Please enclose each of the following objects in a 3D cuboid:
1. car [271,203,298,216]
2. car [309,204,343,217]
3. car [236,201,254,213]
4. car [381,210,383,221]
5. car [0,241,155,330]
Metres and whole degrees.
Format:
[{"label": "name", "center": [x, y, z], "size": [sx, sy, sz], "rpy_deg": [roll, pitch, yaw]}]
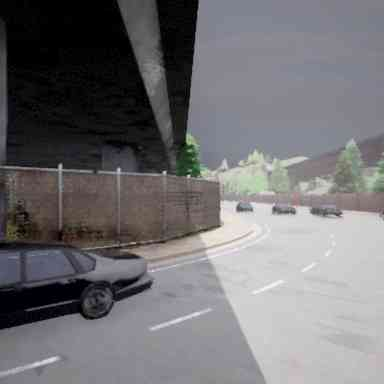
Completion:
[{"label": "car", "center": [10.849, 2.030, 39.558], "size": [2.033, 1.411, 5.357], "rpy_deg": [0, -1, -1]}, {"label": "car", "center": [14.547, 1.981, 36.338], "size": [2.033, 1.411, 5.357], "rpy_deg": [0, -1, 0]}, {"label": "car", "center": [7.292, 2.076, 45.908], "size": [1.837, 1.490, 4.892], "rpy_deg": [0, -1, 0]}, {"label": "car", "center": [13.403, 1.718, 20.085], "size": [2.128, 1.511, 4.902], "rpy_deg": [0, 0, 15]}, {"label": "car", "center": [-3.309, 1.634, 5.932], "size": [5.357, 1.411, 2.033], "rpy_deg": [0, -1, -38]}]
